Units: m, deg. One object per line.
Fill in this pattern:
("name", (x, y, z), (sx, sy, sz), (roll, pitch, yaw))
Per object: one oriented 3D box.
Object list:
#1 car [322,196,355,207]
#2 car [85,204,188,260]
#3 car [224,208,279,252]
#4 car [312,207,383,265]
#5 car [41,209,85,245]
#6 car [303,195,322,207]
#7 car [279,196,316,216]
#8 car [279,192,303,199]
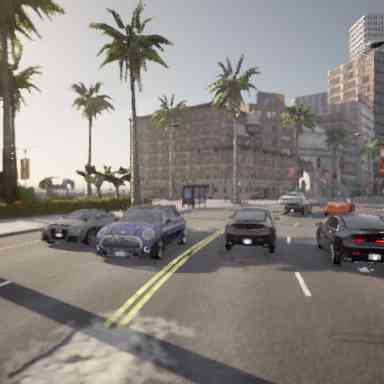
("car", (13.791, 1.268, 30.853), (2.097, 1.767, 4.553), (1, 0, 31))
("car", (-1.652, 1.277, 12.241), (2.097, 1.767, 4.553), (0, 0, 14))
("car", (2.532, 1.446, 13.814), (1.837, 1.490, 4.892), (0, 0, 15))
("car", (5.454, 1.477, 11.280), (1.837, 1.490, 4.892), (0, 0, 13))
("car", (-4.632, 1.459, 14.729), (1.994, 1.385, 4.181), (0, 0, 15))
("car", (18.007, 1.450, 48.220), (1.895, 1.301, 4.718), (1, 0, 41))
("car", (10.117, 1.397, 31.523), (1.837, 1.490, 4.892), (0, 0, 31))
("car", (15.146, 1.044, 50.251), (2.150, 2.045, 5.566), (1, 0, 41))
